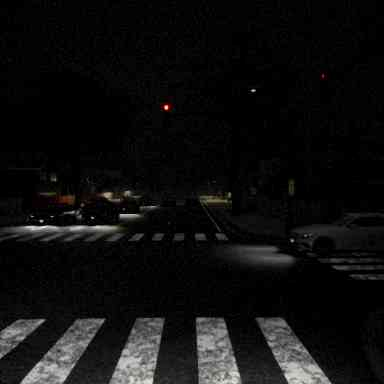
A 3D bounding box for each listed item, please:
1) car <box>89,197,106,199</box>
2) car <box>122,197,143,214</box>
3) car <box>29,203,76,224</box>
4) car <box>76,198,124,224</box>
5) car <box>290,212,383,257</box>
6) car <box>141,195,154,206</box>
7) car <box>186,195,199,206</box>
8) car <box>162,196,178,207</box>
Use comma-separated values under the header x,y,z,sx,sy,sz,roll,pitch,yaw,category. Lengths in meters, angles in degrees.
x,y,z,sx,sy,sz,roll,pitch,yaw,category
-9.865,1.278,34.195,2.097,1.767,4.553,0,0,0,car
-6.610,1.488,34.283,1.994,1.385,4.181,0,1,0,car
-9.863,1.508,24.432,2.033,1.411,5.357,0,0,0,car
-6.611,1.465,24.512,1.837,1.490,4.892,0,0,0,car
5.990,1.481,12.182,4.674,1.442,1.812,0,0,-2,car
-6.604,1.266,48.029,1.837,1.490,4.892,0,1,0,car
0.078,1.223,49.094,1.882,1.535,5.008,0,1,0,car
-3.172,1.257,47.822,2.128,1.511,4.902,0,1,0,car
